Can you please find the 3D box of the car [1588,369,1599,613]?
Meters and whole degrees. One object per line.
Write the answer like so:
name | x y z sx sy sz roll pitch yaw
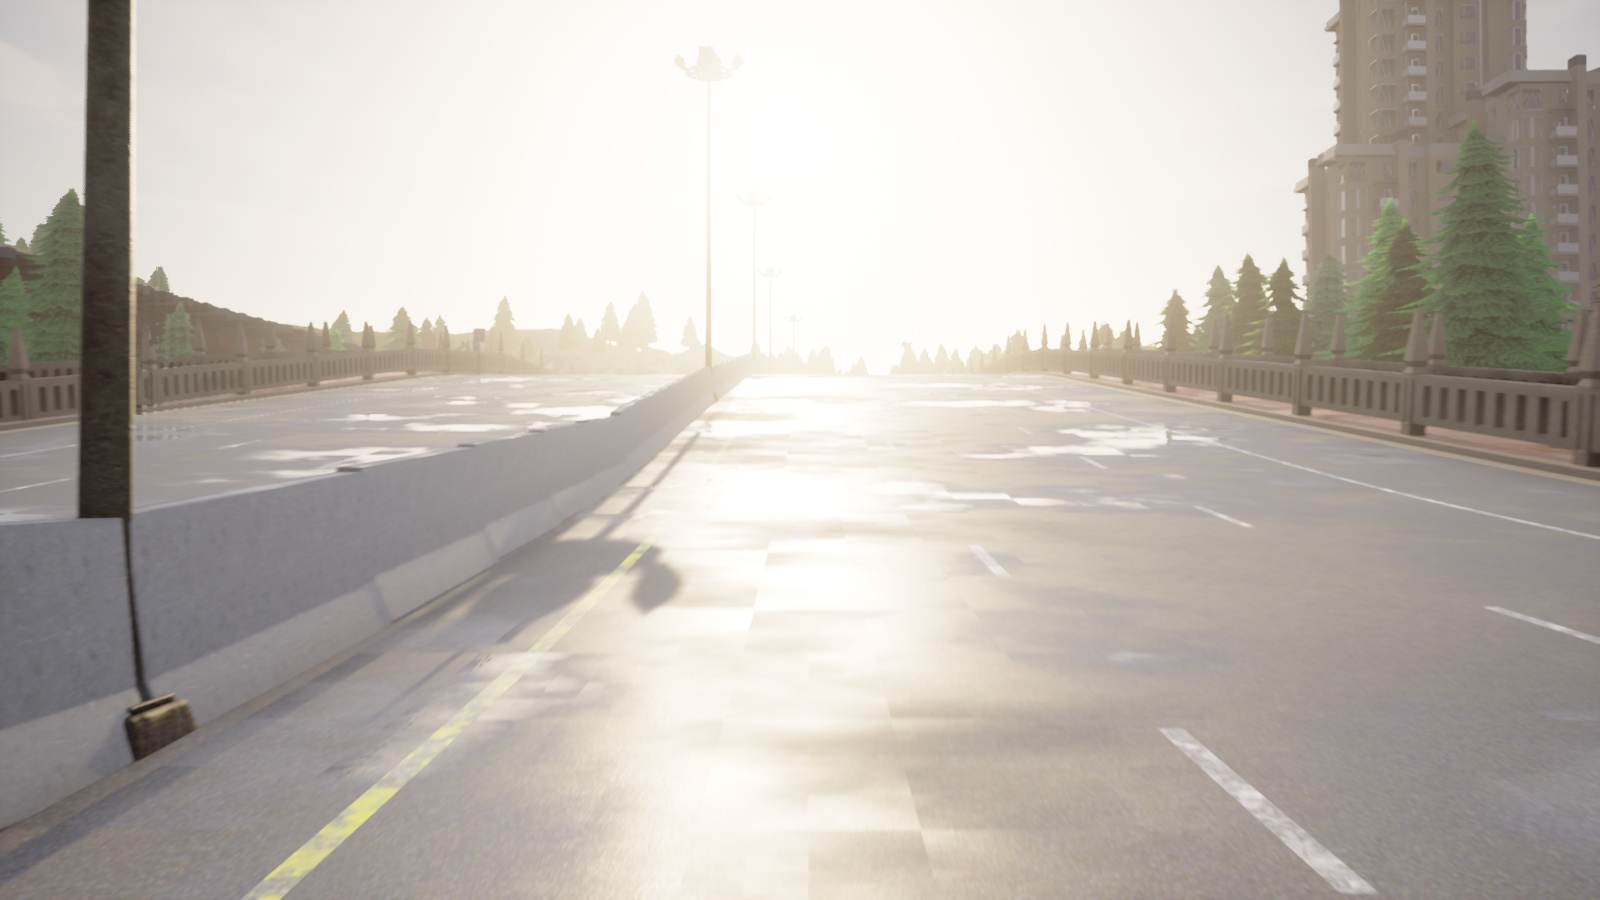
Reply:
car | 7.060 0.399 7.391 1.932 1.855 4.605 0 2 0
